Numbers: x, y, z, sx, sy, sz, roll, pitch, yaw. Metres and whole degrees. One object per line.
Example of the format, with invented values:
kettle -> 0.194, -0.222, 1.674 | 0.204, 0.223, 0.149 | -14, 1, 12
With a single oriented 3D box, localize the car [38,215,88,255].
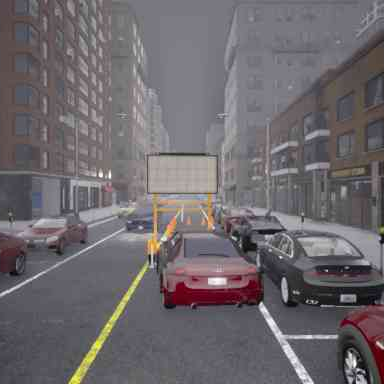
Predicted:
car -> -5.411, 1.585, 13.265 | 1.802, 1.307, 4.206 | 0, 0, 0

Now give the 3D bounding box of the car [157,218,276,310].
car -> 0.212, 1.558, 7.916 | 1.994, 1.385, 4.181 | 1, 0, -7

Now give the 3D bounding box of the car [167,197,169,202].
car -> -5.487, 1.559, 57.242 | 1.752, 1.417, 4.829 | 0, 0, 0

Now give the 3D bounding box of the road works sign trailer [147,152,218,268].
road works sign trailer -> -0.335, 0.467, 11.377 | 2.380, 3.560, 2.880 | 0, 0, -6

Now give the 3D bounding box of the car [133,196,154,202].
car -> -5.449, 1.333, 35.339 | 2.192, 1.841, 5.009 | 0, 0, 0

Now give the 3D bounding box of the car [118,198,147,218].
car -> -5.435, 1.539, 29.652 | 1.752, 1.417, 4.829 | 0, 0, 0

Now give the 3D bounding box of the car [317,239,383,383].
car -> 2.633, 1.440, 2.246 | 1.967, 1.590, 4.097 | 0, 0, 0

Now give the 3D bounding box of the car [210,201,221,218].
car -> 2.595, 1.561, 24.321 | 2.008, 1.369, 4.403 | 0, 0, 0

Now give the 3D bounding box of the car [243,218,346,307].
car -> 2.623, 1.551, 7.765 | 2.008, 1.369, 4.403 | 0, 0, 0

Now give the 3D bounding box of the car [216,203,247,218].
car -> 2.604, 1.551, 18.802 | 1.887, 1.381, 4.507 | 0, 0, 0

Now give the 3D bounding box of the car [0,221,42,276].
car -> -5.401, 1.582, 7.748 | 1.802, 1.307, 4.206 | 0, 0, 0

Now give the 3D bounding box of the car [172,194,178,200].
car -> -5.543, 1.605, 90.012 | 2.008, 1.369, 4.403 | 0, 0, 0

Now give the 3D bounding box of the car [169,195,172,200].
car -> -5.496, 1.588, 62.931 | 2.008, 1.369, 4.403 | 0, 0, 0

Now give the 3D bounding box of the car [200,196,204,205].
car -> 2.557, 1.577, 46.397 | 2.008, 1.369, 4.403 | 0, 0, 0

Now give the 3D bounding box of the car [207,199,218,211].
car -> 2.585, 1.596, 29.840 | 1.802, 1.307, 4.206 | 0, 0, 0

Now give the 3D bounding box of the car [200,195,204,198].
car -> 2.548, 1.612, 51.916 | 1.802, 1.307, 4.206 | 0, 0, 0

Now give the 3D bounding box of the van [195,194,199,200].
van -> 2.482, 1.396, 90.035 | 1.690, 1.788, 3.998 | 0, 0, 0

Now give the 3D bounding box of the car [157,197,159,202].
car -> -5.459, 1.604, 40.857 | 1.802, 1.307, 4.206 | 0, 0, 0

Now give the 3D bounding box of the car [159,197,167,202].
car -> -5.478, 1.470, 51.895 | 1.967, 1.590, 4.097 | 0, 0, 0

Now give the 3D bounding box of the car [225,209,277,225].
car -> 2.614, 1.569, 13.283 | 1.947, 1.339, 4.313 | 0, 0, 0

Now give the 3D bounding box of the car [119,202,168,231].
car -> -2.784, 1.555, 20.705 | 2.033, 1.411, 5.357 | 0, 0, 0

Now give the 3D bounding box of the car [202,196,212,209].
car -> 2.566, 1.573, 40.878 | 2.008, 1.369, 4.403 | 0, 0, 0

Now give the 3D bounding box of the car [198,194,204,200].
car -> 2.538, 1.474, 57.435 | 1.967, 1.590, 4.097 | 0, 0, 0
